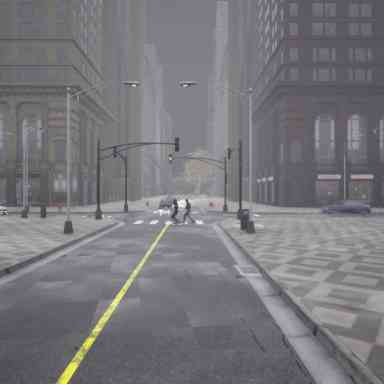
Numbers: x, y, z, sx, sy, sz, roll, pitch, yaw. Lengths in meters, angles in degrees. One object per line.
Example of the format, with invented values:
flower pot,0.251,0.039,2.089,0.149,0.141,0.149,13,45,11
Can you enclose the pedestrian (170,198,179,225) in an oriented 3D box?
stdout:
pedestrian,-1.090,1.293,22.453,0.375,1.860,0.375,0,0,0

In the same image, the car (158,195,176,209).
car,-3.458,1.546,44.496,2.033,1.411,5.357,0,0,-4

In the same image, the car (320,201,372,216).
car,14.982,1.575,32.481,4.674,1.442,1.812,0,0,0

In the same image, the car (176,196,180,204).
car,-3.516,1.358,56.890,2.097,1.767,4.553,0,0,0

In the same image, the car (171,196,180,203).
car,-3.546,1.545,71.991,1.812,1.442,4.674,0,0,0

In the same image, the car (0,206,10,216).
car,-18.488,1.464,29.042,4.674,1.442,1.812,0,0,0

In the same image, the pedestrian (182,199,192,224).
pedestrian,-0.335,1.293,23.060,0.375,1.860,0.375,0,0,0
